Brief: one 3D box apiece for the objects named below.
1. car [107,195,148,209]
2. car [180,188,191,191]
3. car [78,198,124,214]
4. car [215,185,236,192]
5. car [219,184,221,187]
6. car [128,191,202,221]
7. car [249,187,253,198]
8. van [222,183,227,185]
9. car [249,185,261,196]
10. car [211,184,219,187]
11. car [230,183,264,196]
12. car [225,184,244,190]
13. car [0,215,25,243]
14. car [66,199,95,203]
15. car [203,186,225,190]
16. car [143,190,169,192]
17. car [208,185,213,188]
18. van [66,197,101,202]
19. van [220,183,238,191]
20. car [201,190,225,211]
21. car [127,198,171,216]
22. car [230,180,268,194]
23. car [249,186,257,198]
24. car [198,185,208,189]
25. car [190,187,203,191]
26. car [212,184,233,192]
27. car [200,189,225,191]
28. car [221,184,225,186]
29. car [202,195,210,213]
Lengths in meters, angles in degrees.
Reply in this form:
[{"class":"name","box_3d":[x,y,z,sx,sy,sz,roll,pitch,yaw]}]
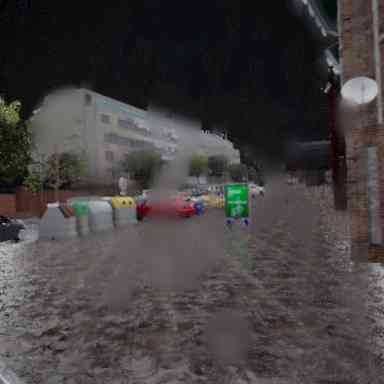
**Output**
[{"class":"car","box_3d":[-8.586,1.349,44.170,4.892,1.521,2.231,-2,2,23]},{"class":"car","box_3d":[-3.249,0.490,57.050,4.553,1.767,2.185,-2,2,23]},{"class":"car","box_3d":[-10.700,1.637,39.144,4.892,1.521,2.231,-2,2,23]},{"class":"car","box_3d":[8.626,-1.000,85.354,5.008,1.535,2.097,-2,2,23]},{"class":"car","box_3d":[3.312,-0.399,72.585,4.553,1.767,2.185,-2,2,23]},{"class":"car","box_3d":[-2.510,1.274,26.877,5.566,2.045,2.435,-2,1,23]},{"class":"car","box_3d":[5.444,0.551,45.724,4.792,1.488,2.163,-2,2,23]},{"class":"van","box_3d":[5.322,-0.787,77.787,4.442,1.987,1.878,-2,2,23]},{"class":"car","box_3d":[7.726,0.248,51.267,4.674,1.452,2.002,-2,2,23]},{"class":"car","box_3d":[2.175,-0.375,70.028,5.566,2.045,2.435,-2,2,23]},{"class":"car","box_3d":[8.822,-0.071,53.980,4.553,1.767,2.185,-2,2,23]},{"class":"car","box_3d":[11.902,-1.446,93.191,4.892,1.521,2.231,-2,2,23]},{"class":"car","box_3d":[-9.724,1.851,15.966,1.837,1.490,4.892,-2,0,-6]},{"class":"car","box_3d":[-12.848,1.897,33.976,4.892,1.521,2.231,-2,1,23]},{"class":"car","box_3d":[4.306,0.551,43.011,4.553,1.767,2.185,-2,2,23]},{"class":"car","box_3d":[-6.387,1.048,49.432,5.008,1.535,2.097,-2,2,23]},{"class":"car","box_3d":[1.113,0.052,67.466,4.792,1.488,2.163,-2,2,23]},{"class":"van","box_3d":[-11.675,1.546,36.515,4.442,1.987,1.878,-2,2,23]},{"class":"van","box_3d":[9.840,-1.383,87.992,4.442,1.987,1.878,-2,2,23]},{"class":"car","box_3d":[2.191,0.976,37.542,5.366,1.575,1.946,-2,2,23]},{"class":"car","box_3d":[-4.268,1.505,34.453,2.033,1.411,5.357,-2,2,23]},{"class":"car","box_3d":[9.954,-0.346,56.544,5.566,2.045,2.435,-2,2,23]},{"class":"car","box_3d":[6.546,0.409,48.445,4.674,1.452,2.002,-2,2,23]},{"class":"car","box_3d":[0.027,0.044,64.887,4.553,1.767,2.185,-2,2,23]},{"class":"car","box_3d":[-0.984,0.343,62.293,4.792,1.488,2.163,-2,2,23]},{"class":"car","box_3d":[7.558,-0.984,82.904,4.553,1.767,2.185,-2,2,23]},{"class":"car","box_3d":[3.206,0.826,40.434,4.892,1.521,2.231,-2,2,23]},{"class":"car","box_3d":[4.341,-0.389,75.185,4.792,1.488,2.163,-2,2,23]},{"class":"car","box_3d":[-1.330,1.416,29.584,5.008,1.535,2.097,-2,2,23]}]
